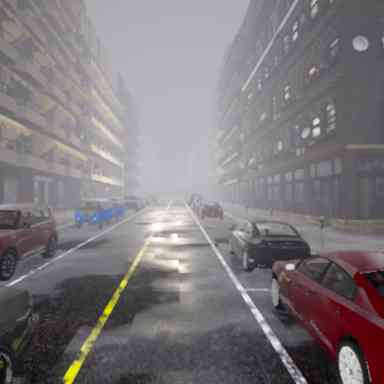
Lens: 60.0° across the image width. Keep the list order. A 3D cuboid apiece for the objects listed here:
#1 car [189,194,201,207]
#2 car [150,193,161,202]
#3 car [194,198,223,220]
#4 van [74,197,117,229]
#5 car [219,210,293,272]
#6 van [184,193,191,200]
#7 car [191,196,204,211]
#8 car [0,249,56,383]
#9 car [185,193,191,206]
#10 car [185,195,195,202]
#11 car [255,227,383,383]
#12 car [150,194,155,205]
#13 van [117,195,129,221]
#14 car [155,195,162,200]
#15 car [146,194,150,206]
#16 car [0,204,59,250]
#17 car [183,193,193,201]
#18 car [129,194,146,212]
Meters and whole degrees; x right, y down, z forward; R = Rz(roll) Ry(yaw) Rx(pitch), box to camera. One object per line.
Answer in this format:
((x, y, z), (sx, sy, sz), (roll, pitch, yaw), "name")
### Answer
((1.007, 1.314, 37.947), (1.967, 1.590, 4.097), (1, 0, -2), "car")
((-8.317, 1.221, 70.815), (2.192, 1.841, 5.009), (1, 0, -2), "car")
((1.479, 1.441, 26.895), (1.887, 1.381, 4.507), (1, 0, -2), "car")
((-6.152, 1.312, 21.087), (1.690, 1.788, 3.998), (1, 0, -2), "van")
((2.199, 1.494, 10.319), (2.008, 1.369, 4.403), (1, 0, -2), "car")
((-1.198, 1.196, 87.680), (1.690, 1.788, 3.998), (1, 0, -2), "van")
((1.238, 1.429, 32.420), (1.887, 1.381, 4.507), (1, 0, -2), "car")
((-2.776, 1.561, 1.963), (2.033, 1.411, 5.357), (0, 0, -2), "car")
((0.486, 1.172, 48.996), (2.192, 1.841, 5.009), (1, 0, -2), "car")
((-0.480, 1.426, 71.101), (1.802, 1.307, 4.206), (1, 0, -2), "car")
((2.440, 1.507, 4.792), (1.887, 1.381, 4.507), (1, 0, -2), "car")
((-7.599, 1.478, 54.241), (1.947, 1.339, 4.313), (1, 0, -2), "car")
((-6.394, 1.299, 26.614), (1.690, 1.788, 3.998), (1, 0, -2), "van")
((-9.283, 1.506, 92.919), (1.802, 1.307, 4.206), (1, 0, -2), "car")
((-7.114, 1.242, 43.189), (2.192, 1.841, 5.009), (1, 0, -2), "car")
((-5.671, 1.320, 10.039), (2.192, 1.841, 5.009), (1, 0, -2), "car")
((-0.957, 1.164, 82.153), (2.192, 1.841, 5.009), (1, 0, -2), "car")
((-6.874, 1.251, 37.664), (2.192, 1.841, 5.009), (1, 0, -2), "car")
